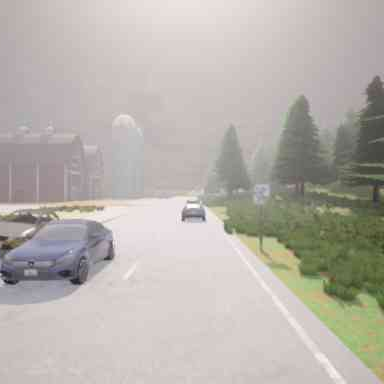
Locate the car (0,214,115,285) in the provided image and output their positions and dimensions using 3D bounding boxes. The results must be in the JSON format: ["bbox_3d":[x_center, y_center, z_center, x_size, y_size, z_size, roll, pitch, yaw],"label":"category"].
[{"bbox_3d":[-3.539,1.528,9.673,1.812,1.442,4.674,0,0,1],"label":"car"}]

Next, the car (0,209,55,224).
[{"bbox_3d":[-6.466,1.458,13.056,1.816,1.474,4.193,6,0,-2],"label":"car"}]

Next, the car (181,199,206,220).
[{"bbox_3d":[0.115,1.573,27.944,1.994,1.385,4.181,0,0,0],"label":"car"}]
